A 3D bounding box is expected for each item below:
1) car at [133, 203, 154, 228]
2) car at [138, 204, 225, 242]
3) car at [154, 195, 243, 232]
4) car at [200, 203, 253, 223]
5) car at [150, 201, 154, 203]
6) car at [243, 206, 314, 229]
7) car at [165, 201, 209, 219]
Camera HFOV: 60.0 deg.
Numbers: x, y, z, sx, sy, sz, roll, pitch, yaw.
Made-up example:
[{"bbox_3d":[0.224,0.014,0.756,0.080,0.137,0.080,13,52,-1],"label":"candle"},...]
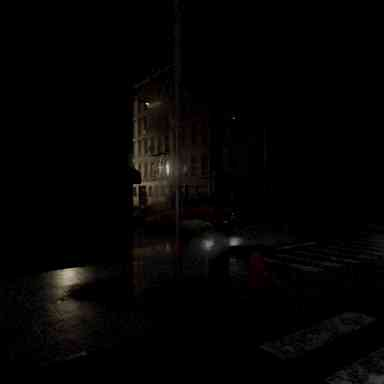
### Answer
[{"bbox_3d":[-3.947,1.584,21.289,2.008,1.369,4.403,0,0,-35],"label":"car"},{"bbox_3d":[-0.708,1.554,16.741,1.752,1.417,4.829,0,0,-35],"label":"car"},{"bbox_3d":[0.198,1.240,19.833,2.150,2.045,5.566,0,0,-35],"label":"car"},{"bbox_3d":[2.595,1.578,25.937,1.802,1.307,4.206,0,0,-35],"label":"car"},{"bbox_3d":[-3.783,1.529,34.893,1.752,1.417,4.829,0,0,-35],"label":"car"},{"bbox_3d":[5.735,1.558,21.528,1.947,1.339,4.313,0,0,-35],"label":"car"},{"bbox_3d":[-0.545,1.566,30.345,1.947,1.339,4.313,0,0,-35],"label":"car"}]
